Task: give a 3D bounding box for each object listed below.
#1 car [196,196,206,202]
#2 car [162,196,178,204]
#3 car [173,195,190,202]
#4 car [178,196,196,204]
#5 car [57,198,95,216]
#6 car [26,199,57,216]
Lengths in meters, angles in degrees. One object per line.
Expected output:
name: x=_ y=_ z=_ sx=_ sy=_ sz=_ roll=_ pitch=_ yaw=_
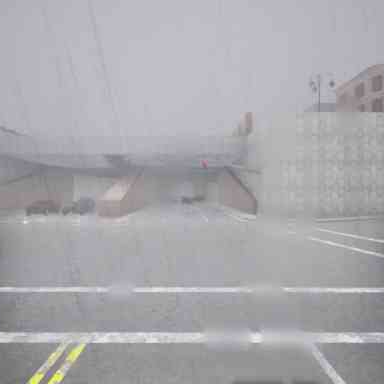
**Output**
car: x=1.520 y=1.524 z=74.777 sx=1.812 sy=1.442 sz=4.674 roll=0 pitch=0 yaw=28
car: x=-4.521 y=1.547 z=64.292 sx=2.033 sy=1.411 sz=5.357 roll=0 pitch=0 yaw=5
car: x=-2.348 y=1.524 z=74.649 sx=1.812 sy=1.442 sz=4.674 roll=0 pitch=0 yaw=24
car: x=-0.991 y=1.547 z=64.791 sx=2.033 sy=1.411 sz=5.357 roll=0 pitch=0 yaw=4
car: x=-11.317 y=1.601 z=33.115 sx=1.895 sy=1.301 sz=4.718 roll=0 pitch=0 yaw=-1
car: x=-14.826 y=1.477 z=33.438 sx=1.882 sy=1.535 sz=5.008 roll=0 pitch=0 yaw=-1
